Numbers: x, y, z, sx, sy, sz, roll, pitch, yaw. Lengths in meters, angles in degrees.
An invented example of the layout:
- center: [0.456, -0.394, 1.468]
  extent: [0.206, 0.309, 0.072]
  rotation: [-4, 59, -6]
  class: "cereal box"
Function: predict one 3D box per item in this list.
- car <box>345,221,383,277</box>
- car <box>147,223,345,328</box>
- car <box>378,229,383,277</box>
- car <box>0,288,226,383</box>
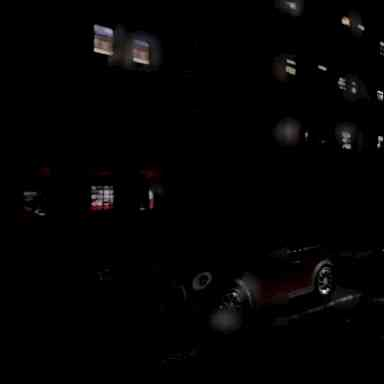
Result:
- center: [5.572, 1.582, 10.184]
  extent: [4.206, 1.307, 1.802]
  rotation: [0, -1, -36]
  class: "car"
- center: [1.082, 1.447, 6.923]
  extent: [4.097, 1.590, 1.967]
  rotation: [0, -1, -36]
  class: "car"
- center: [6.432, 1.560, 7.755]
  extent: [4.181, 1.385, 1.994]
  rotation: [0, 0, -36]
  class: "car"
- center: [-2.025, 1.571, 1.604]
  extent: [4.181, 1.385, 1.994]
  rotation: [0, 0, -36]
  class: "car"
